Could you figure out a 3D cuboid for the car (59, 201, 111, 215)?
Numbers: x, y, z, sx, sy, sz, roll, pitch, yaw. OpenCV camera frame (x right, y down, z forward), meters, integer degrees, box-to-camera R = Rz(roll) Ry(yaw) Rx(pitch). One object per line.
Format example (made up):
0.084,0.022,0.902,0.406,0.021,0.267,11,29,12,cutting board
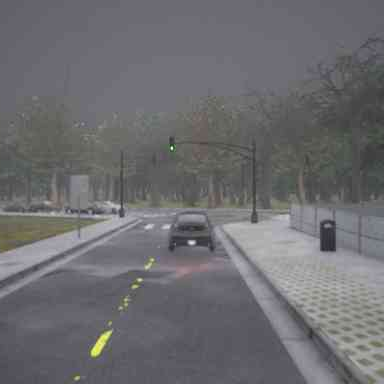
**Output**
-11.767,1.756,36.617,4.892,1.490,1.837,0,-1,23,car

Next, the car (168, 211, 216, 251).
0.001,1.610,14.622,1.837,1.490,4.892,0,0,0,car

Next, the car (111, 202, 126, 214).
-9.979,1.807,39.388,4.674,1.442,1.812,0,-1,25,car

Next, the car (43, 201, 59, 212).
-19.199,1.846,43.359,4.674,1.442,1.812,0,-1,24,car

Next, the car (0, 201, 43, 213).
-20.809,1.854,40.519,4.181,1.385,1.994,0,-1,23,car

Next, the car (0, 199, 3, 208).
-35.355,1.950,57.564,4.902,1.511,2.128,0,-1,24,car

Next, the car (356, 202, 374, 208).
16.201,1.683,31.819,4.902,1.511,2.128,0,-1,22,car
